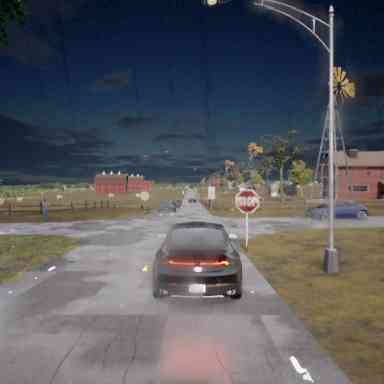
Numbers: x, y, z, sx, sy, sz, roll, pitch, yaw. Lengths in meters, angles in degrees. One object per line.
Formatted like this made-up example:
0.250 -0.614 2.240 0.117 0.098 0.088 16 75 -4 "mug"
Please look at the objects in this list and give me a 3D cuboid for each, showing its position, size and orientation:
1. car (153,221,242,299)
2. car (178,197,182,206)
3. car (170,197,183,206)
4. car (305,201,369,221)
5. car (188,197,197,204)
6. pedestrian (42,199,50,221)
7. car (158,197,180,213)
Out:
0.140 1.505 8.459 1.837 1.490 4.892 0 0 1 "car"
-2.768 1.687 48.005 1.994 1.385 4.181 0 0 1 "car"
-2.742 1.712 59.385 2.128 1.511 4.902 0 0 0 "car"
10.442 1.328 24.111 4.181 1.385 1.994 -1 1 -3 "car"
0.112 1.987 78.875 1.812 1.442 4.674 0 -1 0 "car"
-12.116 1.461 27.484 0.375 1.860 0.375 0 2 0 "pedestrian"
-2.795 1.629 38.100 1.994 1.385 4.181 0 0 0 "car"
